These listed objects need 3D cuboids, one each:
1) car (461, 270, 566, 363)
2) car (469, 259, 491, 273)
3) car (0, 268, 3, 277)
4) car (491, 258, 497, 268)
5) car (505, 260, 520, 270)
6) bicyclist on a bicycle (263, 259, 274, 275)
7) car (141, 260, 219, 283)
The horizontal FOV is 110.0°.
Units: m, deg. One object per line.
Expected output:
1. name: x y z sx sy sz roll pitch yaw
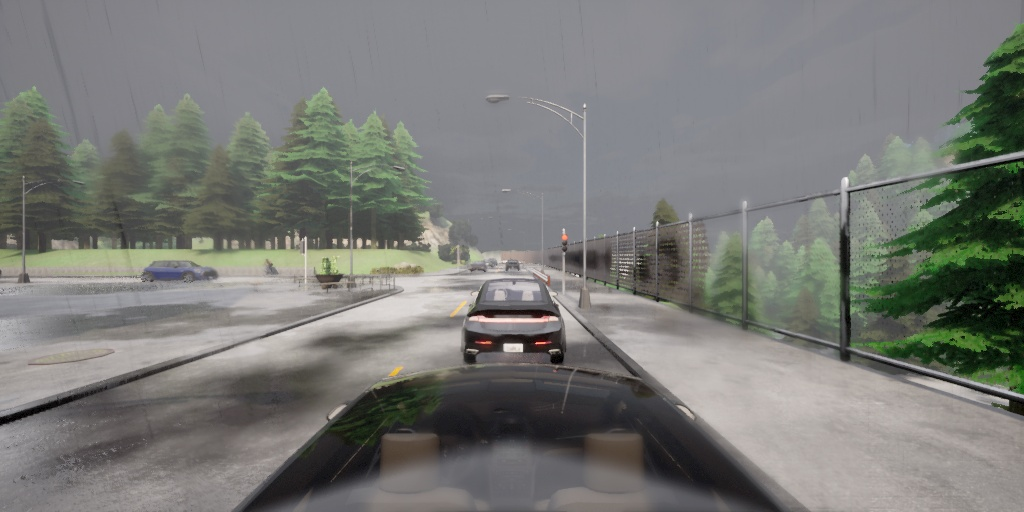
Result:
1. car: 0.047 1.241 8.092 2.128 1.511 4.902 0 0 1
2. car: -4.104 1.297 44.317 2.033 1.411 5.357 0 0 0
3. car: -47.623 1.276 31.333 4.674 1.442 1.812 0 0 1
4. car: -4.079 1.241 59.742 2.128 1.511 4.902 0 0 0
5. car: 0.102 1.254 50.656 1.837 1.490 4.892 0 0 0
6. bicyclist on a bicycle: -24.155 1.099 35.572 0.582 1.620 1.656 0 0 0
7. car: -25.028 1.101 27.176 4.553 1.767 2.097 0 0 0
